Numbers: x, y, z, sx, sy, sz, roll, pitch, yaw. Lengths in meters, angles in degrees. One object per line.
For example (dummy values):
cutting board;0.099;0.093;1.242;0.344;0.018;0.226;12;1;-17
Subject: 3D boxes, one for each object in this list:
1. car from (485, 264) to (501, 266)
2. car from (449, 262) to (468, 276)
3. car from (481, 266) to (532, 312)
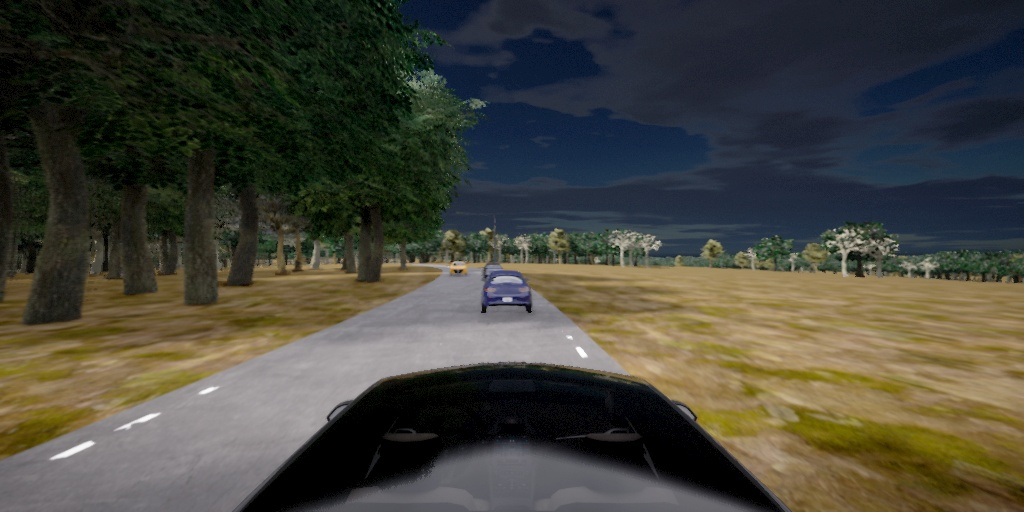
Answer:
car;-1.708;1.385;32.174;2.033;1.411;5.357;0;0;-7
car;-5.967;1.374;40.112;1.882;1.535;5.008;0;-1;-8
car;-0.253;1.290;14.199;1.812;1.442;4.674;0;0;-2
